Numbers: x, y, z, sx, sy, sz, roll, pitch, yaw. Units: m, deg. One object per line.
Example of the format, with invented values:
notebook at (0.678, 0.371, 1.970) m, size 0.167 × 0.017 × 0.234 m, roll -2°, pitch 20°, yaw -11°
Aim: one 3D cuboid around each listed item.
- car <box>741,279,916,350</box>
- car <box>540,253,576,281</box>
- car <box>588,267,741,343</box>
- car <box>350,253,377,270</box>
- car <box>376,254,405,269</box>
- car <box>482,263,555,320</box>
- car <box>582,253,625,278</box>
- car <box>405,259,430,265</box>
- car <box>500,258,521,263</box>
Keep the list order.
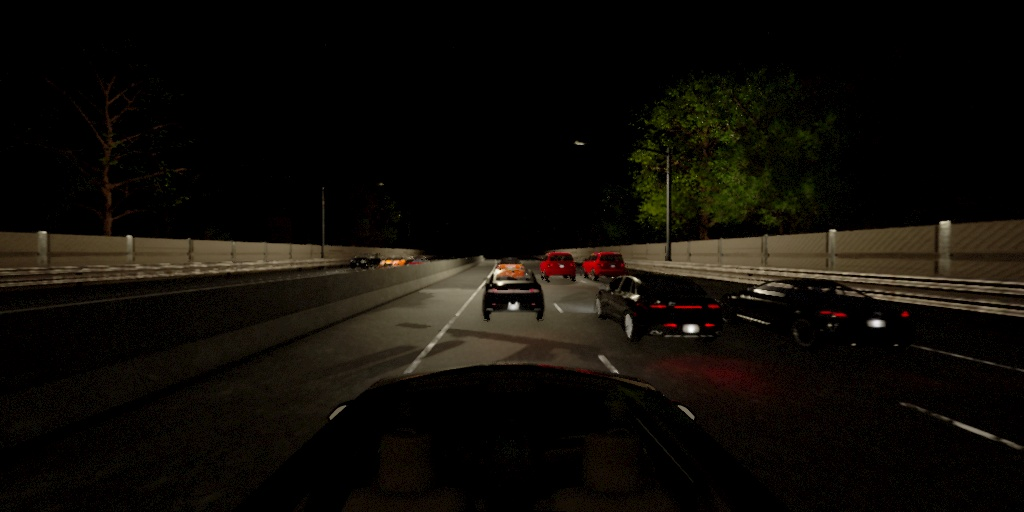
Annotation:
car at (7.053, 1.260, 8.937) m, size 1.994 × 1.385 × 4.181 m, roll 0°, pitch 0°, yaw 0°
car at (3.376, 0.785, 27.134) m, size 2.150 × 2.045 × 5.566 m, roll 0°, pitch 0°, yaw -1°
car at (3.540, 1.196, 9.512) m, size 1.837 × 1.490 × 4.892 m, roll 0°, pitch 0°, yaw 0°
car at (-18.121, 0.636, 44.735) m, size 2.150 × 2.045 × 5.566 m, roll 1°, pitch -1°, yaw -1°
car at (-14.639, 0.785, 44.356) m, size 2.097 × 1.767 × 4.553 m, roll 0°, pitch 1°, yaw -1°
car at (0.035, 1.164, 12.203) m, size 2.128 × 1.511 × 4.902 m, roll 0°, pitch 0°, yaw 0°
car at (6.874, 0.784, 27.239) m, size 2.150 × 2.045 × 5.566 m, roll 0°, pitch 0°, yaw -1°
car at (-11.120, 1.043, 43.449) m, size 1.895 × 1.301 × 4.718 m, roll 0°, pitch 0°, yaw -1°
car at (-0.140, 0.910, 27.904) m, size 2.097 × 1.767 × 4.553 m, roll 0°, pitch 0°, yaw -1°
